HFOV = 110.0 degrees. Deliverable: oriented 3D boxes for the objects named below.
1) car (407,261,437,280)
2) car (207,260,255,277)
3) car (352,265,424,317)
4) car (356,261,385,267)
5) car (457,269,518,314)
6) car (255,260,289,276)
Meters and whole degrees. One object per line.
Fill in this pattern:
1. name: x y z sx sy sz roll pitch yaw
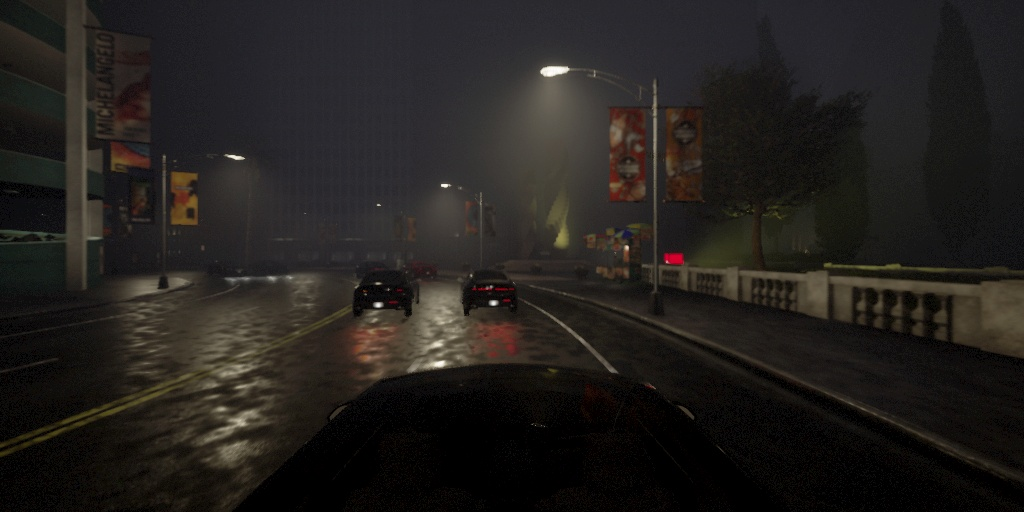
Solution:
1. car: -7.998 1.182 30.338 1.882 1.535 5.008 0 0 -34
2. car: -27.159 1.178 34.185 4.902 1.511 2.128 0 0 30
3. car: -4.461 1.235 13.197 1.837 1.490 4.892 0 0 -10
4. car: -11.470 1.181 29.260 1.882 1.535 5.008 0 0 -35
5. car: -1.003 1.237 13.698 1.837 1.490 4.892 0 0 -10
6. car: -25.077 1.161 36.985 5.008 1.535 1.882 0 0 30
